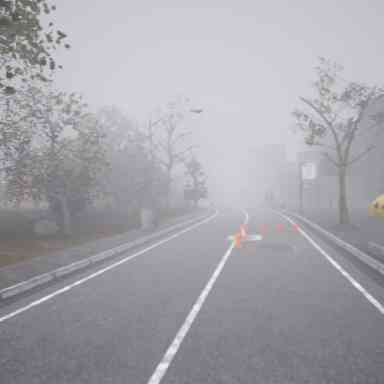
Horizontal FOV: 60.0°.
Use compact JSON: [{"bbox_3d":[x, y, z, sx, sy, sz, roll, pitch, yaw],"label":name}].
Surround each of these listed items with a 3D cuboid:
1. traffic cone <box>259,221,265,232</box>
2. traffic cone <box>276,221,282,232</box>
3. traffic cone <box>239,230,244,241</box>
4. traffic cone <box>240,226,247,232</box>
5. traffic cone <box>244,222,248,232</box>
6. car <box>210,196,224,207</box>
[{"bbox_3d":[4.151,2.044,19.774,0.340,0.580,0.340,-1,-1,12],"label":"traffic cone"},{"bbox_3d":[5.122,2.019,19.568,0.340,0.580,0.340,-2,-1,12],"label":"traffic cone"},{"bbox_3d":[1.937,2.044,14.116,0.340,0.580,0.340,-2,-1,12],"label":"traffic cone"},{"bbox_3d":[2.350,2.053,16.073,0.340,0.580,0.340,-2,-1,12],"label":"traffic cone"},{"bbox_3d":[2.763,2.061,18.030,0.340,0.580,0.340,-2,-1,12],"label":"traffic cone"},{"bbox_3d":[4.974,1.855,67.534,2.150,2.045,5.566,-3,-1,-5],"label":"car"}]
